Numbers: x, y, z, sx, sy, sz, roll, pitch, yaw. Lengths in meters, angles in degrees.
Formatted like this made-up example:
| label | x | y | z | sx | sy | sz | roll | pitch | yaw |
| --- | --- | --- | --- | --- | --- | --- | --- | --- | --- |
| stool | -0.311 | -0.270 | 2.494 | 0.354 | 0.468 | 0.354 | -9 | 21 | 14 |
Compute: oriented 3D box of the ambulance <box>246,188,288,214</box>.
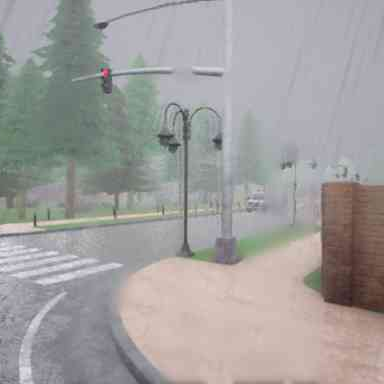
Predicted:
| label | x | y | z | sx | sy | sz | roll | pitch | yaw |
| --- | --- | --- | --- | --- | --- | --- | --- | --- | --- |
| ambulance | 7.555 | 0.868 | 33.547 | 2.351 | 2.431 | 6.366 | 1 | 0 | 34 |
